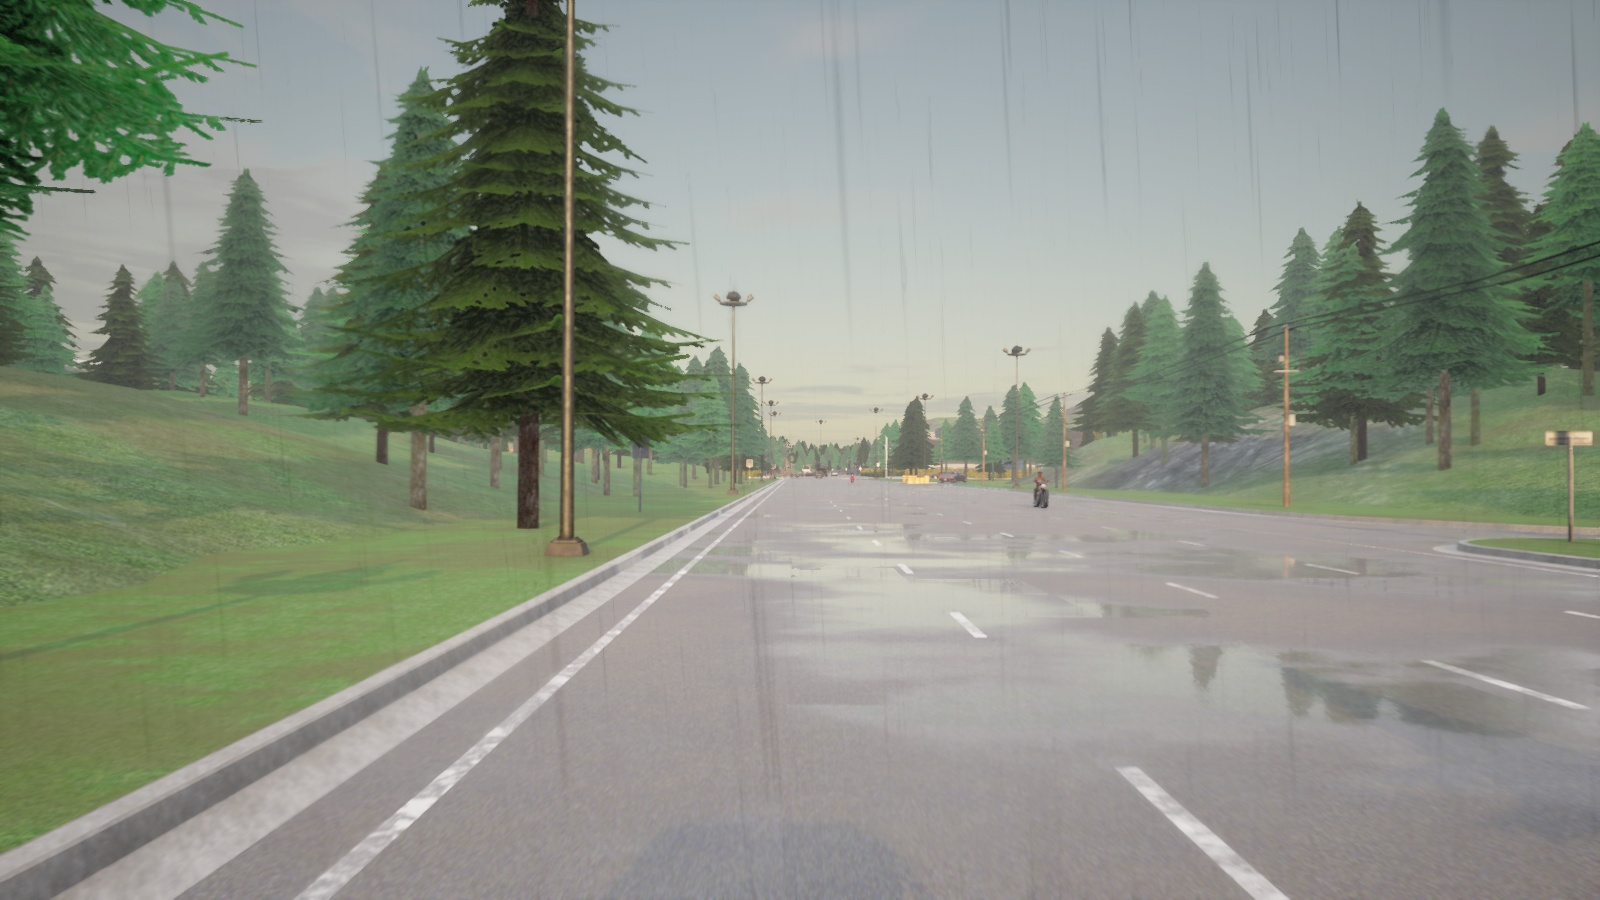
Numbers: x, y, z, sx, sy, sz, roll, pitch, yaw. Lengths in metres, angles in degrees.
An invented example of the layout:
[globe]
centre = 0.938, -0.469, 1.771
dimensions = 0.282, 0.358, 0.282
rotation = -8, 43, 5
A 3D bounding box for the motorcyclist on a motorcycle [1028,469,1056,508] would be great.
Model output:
[motorcyclist on a motorcycle]
centre = 10.369, 1.625, 53.877
dimensions = 0.766, 1.649, 2.350
rotation = 0, -1, 0
